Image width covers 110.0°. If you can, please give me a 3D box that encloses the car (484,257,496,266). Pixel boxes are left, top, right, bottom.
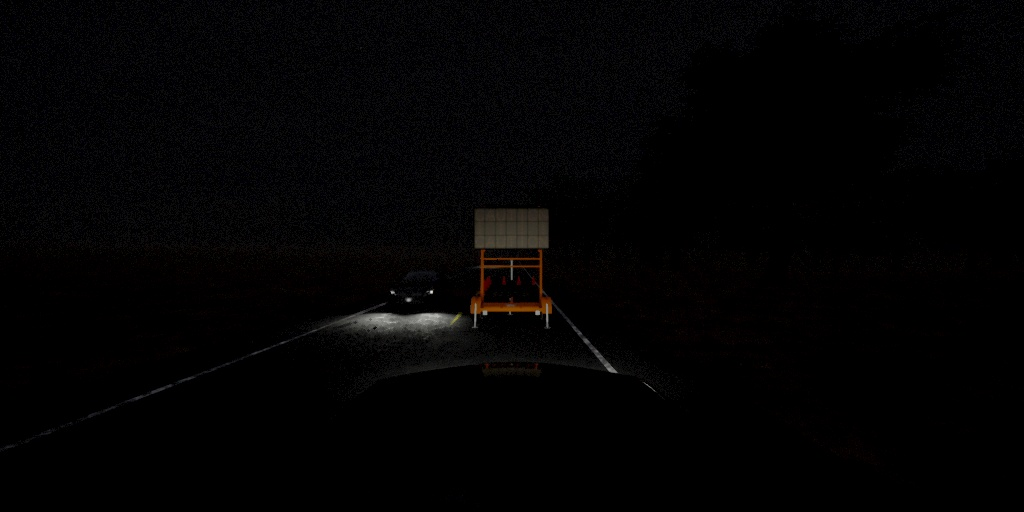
[{"bbox_3d":[-3.615,0.859,56.787,1.882,1.535,5.008,0,1,0],"label":"car"}]

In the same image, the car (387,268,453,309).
[{"bbox_3d":[-3.613,1.254,14.837,1.812,1.442,4.674,0,0,0],"label":"car"}]

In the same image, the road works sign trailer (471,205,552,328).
[{"bbox_3d":[-0.009,0.203,11.305,2.380,3.560,2.880,0,0,0],"label":"road works sign trailer"}]
